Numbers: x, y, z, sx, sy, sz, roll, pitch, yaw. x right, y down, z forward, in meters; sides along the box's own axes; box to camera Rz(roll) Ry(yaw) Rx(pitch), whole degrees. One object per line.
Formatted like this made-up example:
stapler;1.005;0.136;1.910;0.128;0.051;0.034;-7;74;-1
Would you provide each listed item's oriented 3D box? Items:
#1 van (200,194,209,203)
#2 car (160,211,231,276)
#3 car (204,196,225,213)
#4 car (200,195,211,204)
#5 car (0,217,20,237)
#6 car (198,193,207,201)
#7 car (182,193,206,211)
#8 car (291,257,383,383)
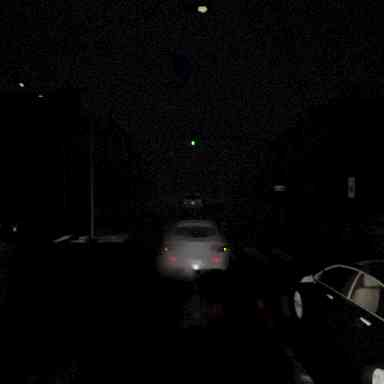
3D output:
van;2.598;1.303;70.023;1.690;1.788;3.998;-1;0;0
car;0.092;1.518;10.150;1.812;1.442;4.674;0;0;0
car;2.612;1.521;36.828;1.887;1.381;4.507;-1;0;0
car;2.602;1.404;64.490;1.967;1.590;4.097;-1;0;0
car;-11.143;1.584;16.330;4.902;1.511;2.128;0;1;0
car;2.594;1.270;86.620;2.192;1.841;5.009;-1;0;0
car;0.089;1.197;37.761;2.150;2.045;5.566;0;0;0
car;2.621;1.547;4.383;2.008;1.369;4.403;-1;0;0
